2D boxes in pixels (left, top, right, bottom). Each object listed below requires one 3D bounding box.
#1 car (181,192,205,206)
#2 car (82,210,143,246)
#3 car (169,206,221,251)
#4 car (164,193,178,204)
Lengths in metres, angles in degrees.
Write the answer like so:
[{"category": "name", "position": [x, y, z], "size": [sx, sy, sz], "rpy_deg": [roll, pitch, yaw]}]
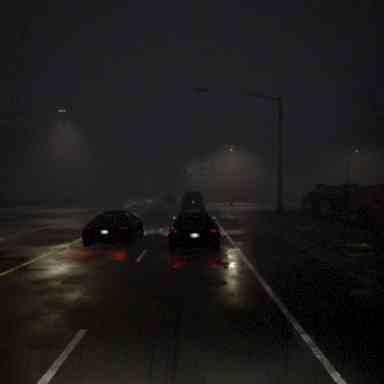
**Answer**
[{"category": "car", "position": [0.111, 0.965, 32.759], "size": [2.150, 2.045, 5.566], "rpy_deg": [0, 1, 0]}, {"category": "car", "position": [-3.399, 1.511, 14.920], "size": [1.994, 1.385, 4.181], "rpy_deg": [0, 0, 0]}, {"category": "car", "position": [0.101, 1.519, 13.996], "size": [1.994, 1.385, 4.181], "rpy_deg": [0, 0, 0]}, {"category": "car", "position": [-3.397, 1.016, 52.275], "size": [1.837, 1.490, 4.892], "rpy_deg": [0, -1, 0]}]
